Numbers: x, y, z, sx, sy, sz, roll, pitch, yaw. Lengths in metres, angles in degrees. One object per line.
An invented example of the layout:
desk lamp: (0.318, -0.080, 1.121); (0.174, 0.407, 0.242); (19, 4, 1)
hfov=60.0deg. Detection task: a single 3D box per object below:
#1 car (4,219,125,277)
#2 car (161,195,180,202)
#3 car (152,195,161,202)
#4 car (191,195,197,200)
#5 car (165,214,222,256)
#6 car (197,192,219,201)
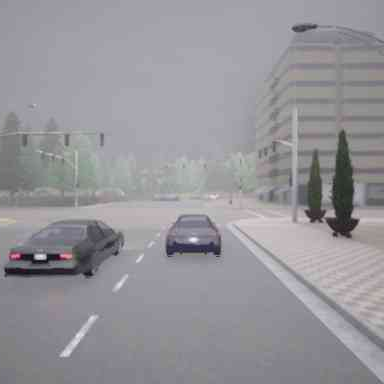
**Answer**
car: (-3.461, 1.536, 10.145); (2.033, 1.411, 5.357); (0, 0, 0)
car: (-4.231, 1.400, 71.298); (1.882, 1.535, 5.008); (0, 0, 20)
car: (-6.933, 1.459, 73.954); (2.033, 1.411, 5.357); (0, 0, 23)
car: (1.913, 1.259, 87.244); (2.097, 1.767, 4.553); (0, 0, 42)
car: (0.064, 1.549, 12.991); (1.994, 1.385, 4.181); (0, 0, 0)
car: (4.538, 1.131, 84.912); (2.150, 2.045, 5.566); (0, 0, 42)
